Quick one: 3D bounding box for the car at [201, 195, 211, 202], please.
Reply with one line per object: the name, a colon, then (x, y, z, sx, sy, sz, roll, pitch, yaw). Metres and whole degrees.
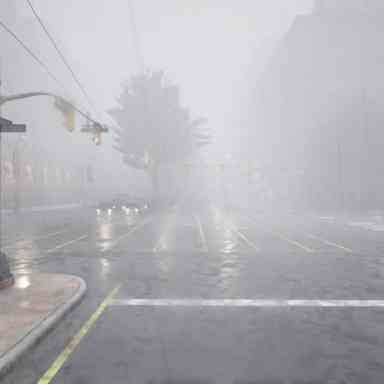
car: (3.440, 1.595, 78.001, 1.895, 1.301, 4.718, 0, 0, 0)

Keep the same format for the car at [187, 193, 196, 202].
car: (-0.059, 1.540, 76.821, 2.033, 1.411, 5.357, 0, 0, 0)

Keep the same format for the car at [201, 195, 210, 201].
car: (3.434, 1.525, 87.034, 2.128, 1.511, 4.902, 0, 0, 0)

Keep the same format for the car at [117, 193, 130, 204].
car: (-11.580, 1.221, 55.531, 2.150, 2.045, 5.566, 0, 0, 1)

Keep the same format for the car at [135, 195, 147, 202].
car: (-11.558, 1.525, 75.649, 2.128, 1.511, 4.902, 0, 0, 0)

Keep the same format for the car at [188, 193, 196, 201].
car: (-0.066, 1.225, 87.062, 2.150, 2.045, 5.566, 0, 0, 0)

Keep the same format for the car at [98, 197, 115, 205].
car: (-14.793, 1.595, 57.823, 1.895, 1.301, 4.718, 0, 0, 0)

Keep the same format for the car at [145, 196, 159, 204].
car: (-8.051, 1.547, 67.378, 2.033, 1.411, 5.357, 0, 0, 0)

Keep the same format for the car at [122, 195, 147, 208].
car: (-8.124, 1.547, 47.520, 2.033, 1.411, 5.357, 0, 0, 0)

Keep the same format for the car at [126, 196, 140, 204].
car: (-11.550, 1.564, 65.415, 1.994, 1.385, 4.181, 0, 0, 0)

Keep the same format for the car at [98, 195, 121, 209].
car: (-11.623, 1.526, 46.119, 1.812, 1.442, 4.674, 0, 0, 0)

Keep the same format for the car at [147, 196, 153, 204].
car: (-8.073, 1.564, 56.757, 1.994, 1.385, 4.181, 0, 0, 1)
